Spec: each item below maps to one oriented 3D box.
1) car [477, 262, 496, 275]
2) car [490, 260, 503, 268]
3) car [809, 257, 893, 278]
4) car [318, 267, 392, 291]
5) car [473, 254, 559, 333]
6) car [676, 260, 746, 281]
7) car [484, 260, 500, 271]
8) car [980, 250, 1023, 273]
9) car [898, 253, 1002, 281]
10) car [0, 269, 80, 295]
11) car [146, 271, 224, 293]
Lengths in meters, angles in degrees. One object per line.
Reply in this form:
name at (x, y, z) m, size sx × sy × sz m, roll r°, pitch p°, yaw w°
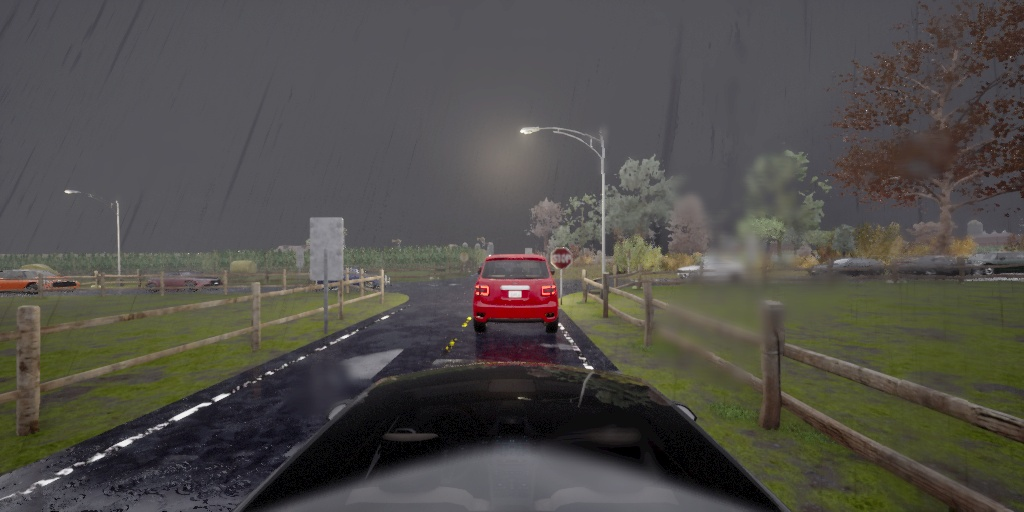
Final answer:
car at (-2.812, 1.383, 40.732) m, size 1.895 × 1.301 × 4.718 m, roll 0°, pitch 0°, yaw 0°
car at (-2.768, 1.388, 64.523) m, size 1.994 × 1.385 × 4.181 m, roll 0°, pitch 0°, yaw 1°
car at (24.438, 0.829, 26.151) m, size 4.674 × 1.442 × 1.812 m, roll -1°, pitch 0°, yaw 1°
car at (-10.190, 1.448, 23.274) m, size 4.674 × 1.442 × 1.812 m, roll -1°, pitch 0°, yaw 10°
car at (0.152, 0.973, 10.925) m, size 2.150 × 2.045 × 5.566 m, roll 0°, pitch 0°, yaw 2°
car at (14.570, 1.002, 26.347) m, size 4.674 × 1.442 × 1.812 m, roll -1°, pitch 0°, yaw 1°
car at (-2.808, 1.345, 51.153) m, size 2.033 × 1.411 × 5.357 m, roll 0°, pitch 0°, yaw 0°
car at (34.610, 0.482, 25.945) m, size 4.553 × 1.767 × 2.097 m, roll -1°, pitch 0°, yaw 1°
car at (27.503, 0.746, 23.154) m, size 4.902 × 1.511 × 2.128 m, roll -1°, pitch 0°, yaw 1°
car at (-32.457, 1.695, 24.326) m, size 4.553 × 1.767 × 2.097 m, roll -1°, pitch 0°, yaw 1°
car at (-21.864, 1.707, 24.117) m, size 4.181 × 1.385 × 1.994 m, roll -1°, pitch 0°, yaw 1°
